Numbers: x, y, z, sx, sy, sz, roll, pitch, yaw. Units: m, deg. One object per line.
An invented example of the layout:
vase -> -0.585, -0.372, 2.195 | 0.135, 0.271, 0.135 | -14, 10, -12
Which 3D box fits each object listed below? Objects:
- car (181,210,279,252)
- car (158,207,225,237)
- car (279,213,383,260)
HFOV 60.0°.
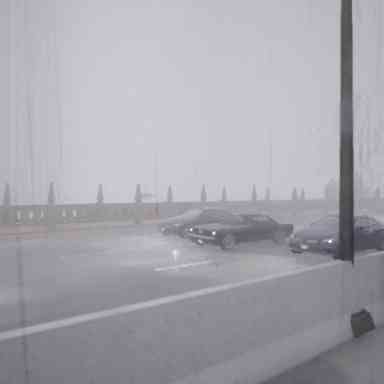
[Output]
car -> 2.135, 1.606, 14.115 | 4.718, 1.301, 1.895 | 0, 0, -36
car -> 0.511, 1.531, 17.256 | 4.674, 1.442, 1.812 | 0, 0, -35
car -> 5.583, 1.532, 12.275 | 4.674, 1.442, 1.812 | 0, 0, -35
